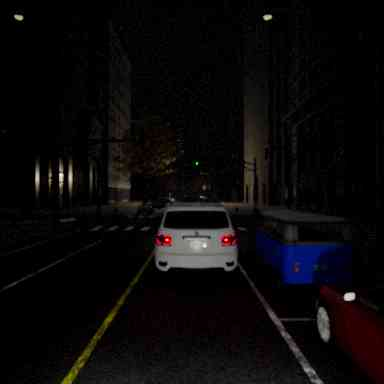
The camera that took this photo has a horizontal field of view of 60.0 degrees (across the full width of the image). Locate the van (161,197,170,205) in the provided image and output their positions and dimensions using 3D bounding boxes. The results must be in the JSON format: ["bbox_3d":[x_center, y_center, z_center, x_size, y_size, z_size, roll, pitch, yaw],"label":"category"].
[{"bbox_3d":[-5.724,2.010,73.351,1.690,1.788,3.998,0,-1,0],"label":"van"}]

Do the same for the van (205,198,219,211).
[{"bbox_3d":[2.788,1.759,47.010,1.690,1.788,3.998,0,-1,0],"label":"van"}]

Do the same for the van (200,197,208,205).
[{"bbox_3d":[2.804,2.070,79.488,1.690,1.788,3.998,0,-1,0],"label":"van"}]

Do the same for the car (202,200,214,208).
[{"bbox_3d":[2.793,2.064,57.834,1.887,1.381,4.507,0,-1,0],"label":"car"}]

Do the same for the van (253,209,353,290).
[{"bbox_3d":[2.784,1.419,9.027,1.690,1.788,3.998,0,0,0],"label":"van"}]

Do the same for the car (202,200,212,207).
[{"bbox_3d":[2.795,2.153,63.247,1.802,1.307,4.206,0,-1,0],"label":"car"}]

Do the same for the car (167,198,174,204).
[{"bbox_3d":[-5.717,2.349,89.046,1.752,1.417,4.829,0,-1,0],"label":"car"}]

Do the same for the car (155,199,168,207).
[{"bbox_3d":[-5.730,2.117,62.772,2.008,1.369,4.403,0,-1,0],"label":"car"}]

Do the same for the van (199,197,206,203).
[{"bbox_3d":[2.809,2.178,90.314,1.690,1.788,3.998,0,-1,0],"label":"van"}]

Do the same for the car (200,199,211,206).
[{"bbox_3d":[2.798,2.174,68.660,2.008,1.369,4.403,0,-1,0],"label":"car"}]

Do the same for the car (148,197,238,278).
[{"bbox_3d":[0.106,1.316,10.522,2.150,2.045,5.566,0,0,0],"label":"car"}]

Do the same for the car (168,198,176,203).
[{"bbox_3d":[-5.715,2.429,94.504,2.008,1.369,4.403,0,-1,0],"label":"car"}]

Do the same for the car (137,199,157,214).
[{"bbox_3d":[-5.746,1.893,41.444,1.752,1.417,4.829,0,-1,0],"label":"car"}]

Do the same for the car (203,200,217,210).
[{"bbox_3d":[2.790,2.035,52.420,1.947,1.339,4.313,0,-1,0],"label":"car"}]

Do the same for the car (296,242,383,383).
[{"bbox_3d":[2.780,1.576,3.500,1.887,1.381,4.507,0,0,0],"label":"car"}]

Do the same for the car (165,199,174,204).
[{"bbox_3d":[-5.720,2.339,83.926,1.947,1.339,4.313,0,-1,0],"label":"car"}]
